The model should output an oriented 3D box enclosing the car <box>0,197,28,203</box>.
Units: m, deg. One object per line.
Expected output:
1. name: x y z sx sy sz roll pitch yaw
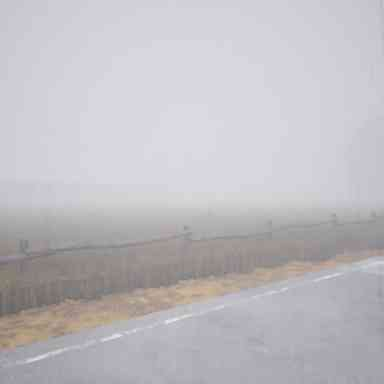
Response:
1. car: -25.242 1.397 46.498 4.674 1.442 1.812 0 0 -37
